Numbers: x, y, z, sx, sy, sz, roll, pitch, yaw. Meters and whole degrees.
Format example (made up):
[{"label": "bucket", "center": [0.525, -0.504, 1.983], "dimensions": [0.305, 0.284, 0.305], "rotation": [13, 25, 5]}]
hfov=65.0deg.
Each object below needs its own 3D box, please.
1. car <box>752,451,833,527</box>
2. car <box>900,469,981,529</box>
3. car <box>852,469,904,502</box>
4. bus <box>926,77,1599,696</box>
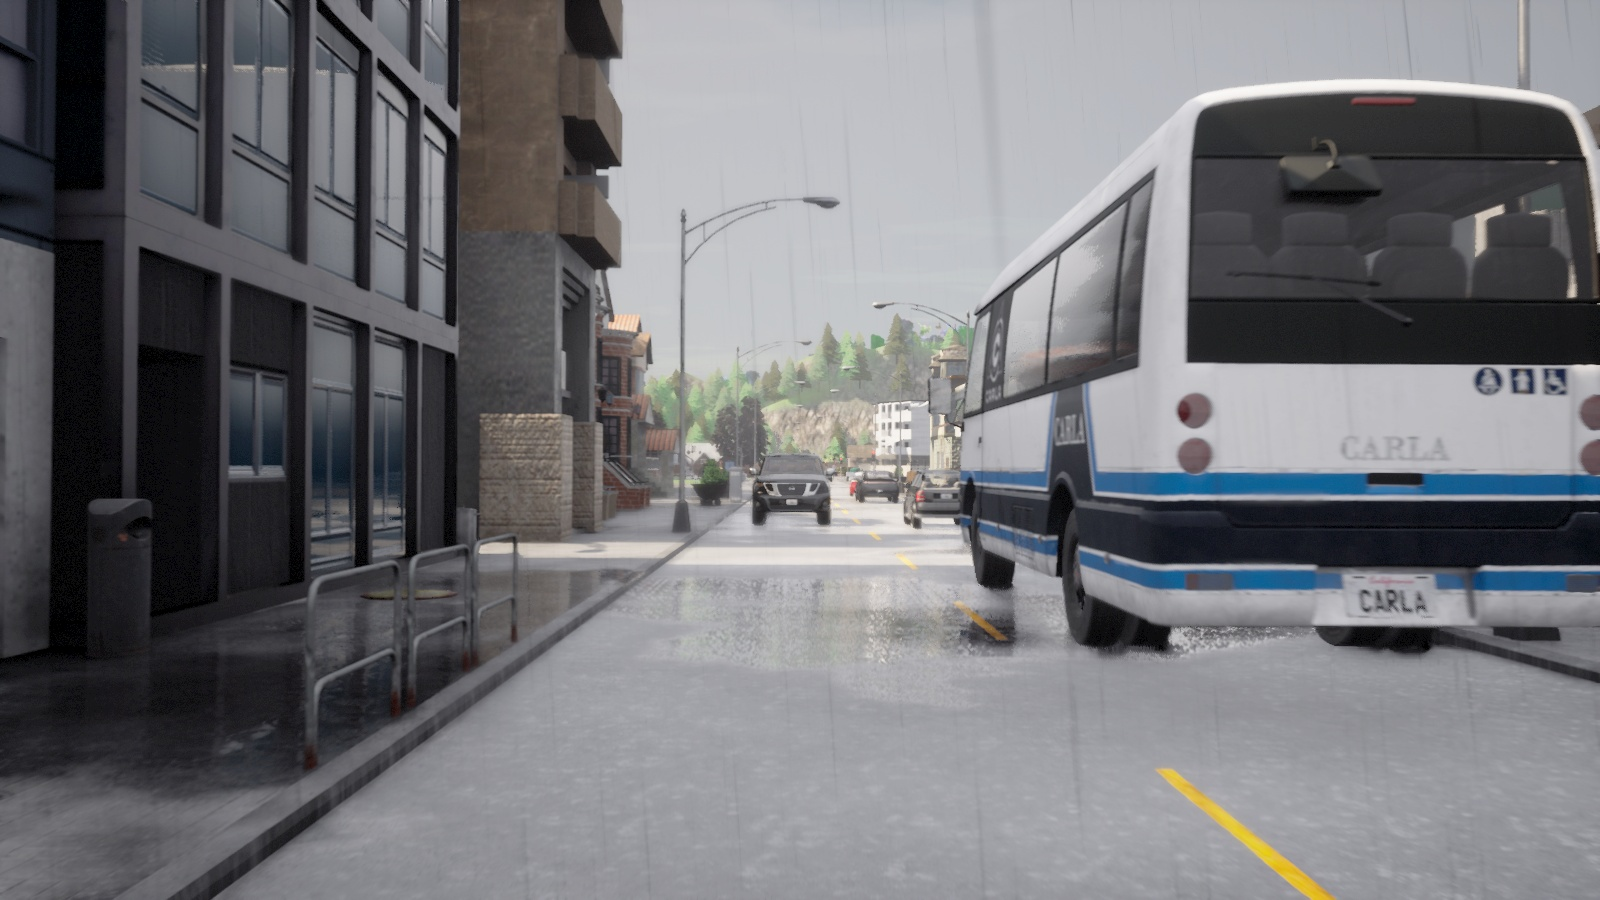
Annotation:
[{"label": "car", "center": [-0.223, 1.085, 36.342], "dimensions": [2.150, 2.045, 5.566], "rotation": [0, -1, 0]}, {"label": "car", "center": [3.789, 1.299, 34.442], "dimensions": [1.789, 1.549, 3.705], "rotation": [0, -1, 0]}, {"label": "car", "center": [3.641, 1.662, 59.735], "dimensions": [2.128, 1.511, 4.902], "rotation": [0, -1, 0]}, {"label": "bus", "center": [3.904, -0.370, 13.783], "dimensions": [3.944, 4.253, 10.273], "rotation": [0, -1, 0]}]
